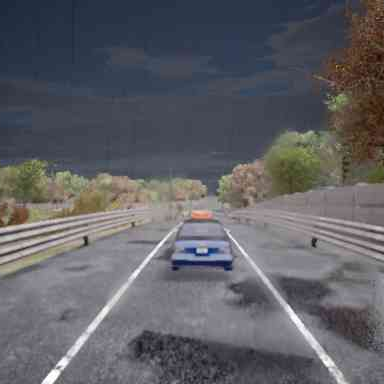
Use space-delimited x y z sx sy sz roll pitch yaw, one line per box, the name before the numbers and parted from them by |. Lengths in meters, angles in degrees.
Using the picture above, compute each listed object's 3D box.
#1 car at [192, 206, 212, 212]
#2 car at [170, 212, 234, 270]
car | 1.007 2.318 35.326 2.097 1.767 4.553 0 -3 2
car | 0.322 1.616 11.211 2.033 1.411 5.357 0 -1 1
